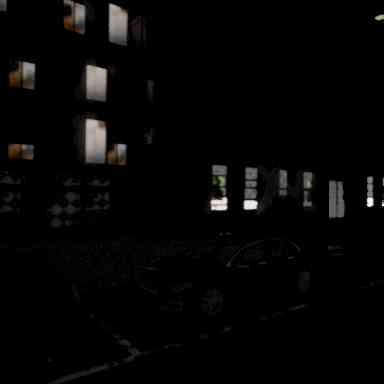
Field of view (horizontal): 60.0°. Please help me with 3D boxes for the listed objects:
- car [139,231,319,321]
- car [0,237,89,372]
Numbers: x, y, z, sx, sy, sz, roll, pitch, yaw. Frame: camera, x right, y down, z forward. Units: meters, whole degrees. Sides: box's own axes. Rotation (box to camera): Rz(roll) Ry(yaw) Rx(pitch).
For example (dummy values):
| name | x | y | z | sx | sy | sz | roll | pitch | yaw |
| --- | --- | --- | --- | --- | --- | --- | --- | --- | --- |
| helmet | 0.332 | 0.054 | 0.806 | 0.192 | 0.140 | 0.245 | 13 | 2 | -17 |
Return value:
| name | x | y | z | sx | sy | sz | roll | pitch | yaw |
| --- | --- | --- | --- | --- | --- | --- | --- | --- | --- |
| car | 0.987 | 1.586 | 7.257 | 4.403 | 1.369 | 2.008 | 0 | 0 | -35 |
| car | -3.523 | 1.436 | 4.042 | 4.097 | 1.590 | 1.967 | 0 | 0 | -35 |
